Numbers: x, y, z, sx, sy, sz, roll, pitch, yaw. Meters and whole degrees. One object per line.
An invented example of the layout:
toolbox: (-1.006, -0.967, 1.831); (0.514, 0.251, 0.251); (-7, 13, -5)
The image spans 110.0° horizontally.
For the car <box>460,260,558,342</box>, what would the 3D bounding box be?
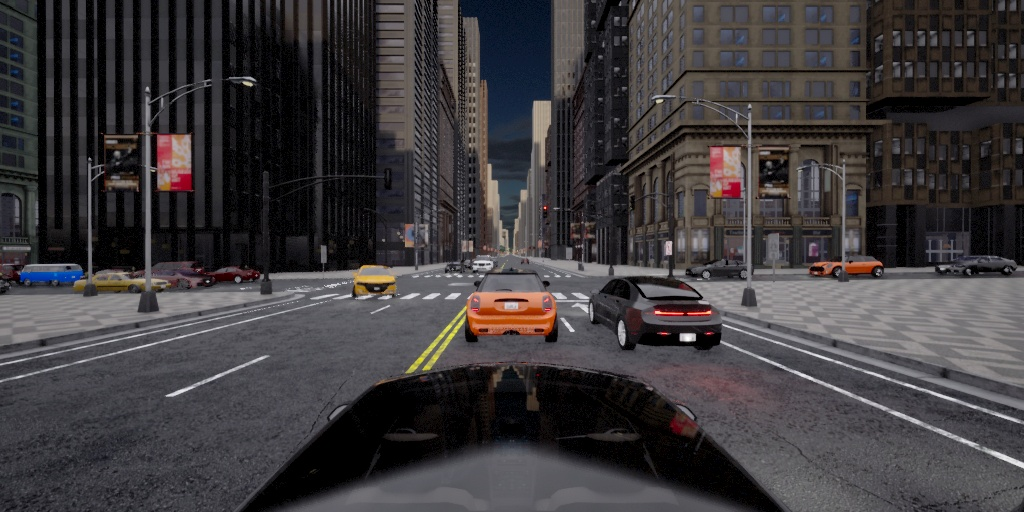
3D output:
car: (-0.006, 1.102, 9.897); (2.097, 1.767, 4.553); (0, 0, 0)

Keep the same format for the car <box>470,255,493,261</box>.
car: (-3.444, 0.956, 43.292); (2.150, 2.045, 5.566); (0, 0, 0)

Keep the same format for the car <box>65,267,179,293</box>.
car: (-23.878, 1.595, 22.083); (4.829, 1.417, 1.751); (0, 0, 0)

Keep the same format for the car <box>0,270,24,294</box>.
car: (-33.819, 1.753, 22.083); (4.403, 1.370, 2.007); (0, 0, 0)

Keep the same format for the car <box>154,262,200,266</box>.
car: (-29.125, 1.417, 30.617); (5.009, 1.841, 2.192); (0, 0, 0)

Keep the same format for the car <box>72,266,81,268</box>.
car: (-34.212, 1.754, 30.622); (4.207, 1.307, 1.802); (0, 0, 0)

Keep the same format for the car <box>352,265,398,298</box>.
car: (-7.166, 1.228, 18.765); (1.882, 1.535, 5.008); (2, -1, -23)

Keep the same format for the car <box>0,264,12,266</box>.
car: (-44.386, 1.624, 30.634); (5.009, 1.841, 2.192); (0, 0, 0)

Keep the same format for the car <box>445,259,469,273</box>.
car: (-6.692, 1.299, 42.450); (1.994, 1.385, 4.181); (0, 0, 0)

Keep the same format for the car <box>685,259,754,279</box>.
car: (16.128, 1.006, 27.976); (4.892, 1.490, 1.837); (-1, 0, 0)

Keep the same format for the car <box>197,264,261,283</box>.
car: (-24.038, 1.578, 30.611); (4.507, 1.381, 1.888); (0, 0, 0)

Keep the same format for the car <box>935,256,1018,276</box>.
car: (36.092, 0.726, 27.979); (4.902, 1.511, 2.128); (-1, 0, 0)

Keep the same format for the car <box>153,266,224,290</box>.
car: (-22.994, 1.608, 24.744); (4.181, 1.385, 1.994); (-1, 0, 0)

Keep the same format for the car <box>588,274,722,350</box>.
car: (3.236, 1.255, 9.036); (1.837, 1.490, 4.892); (0, 0, 0)

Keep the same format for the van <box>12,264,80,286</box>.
van: (-39.299, 1.581, 30.628); (3.998, 1.789, 1.690); (0, 0, 0)

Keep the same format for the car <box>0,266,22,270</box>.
car: (-37.809, 1.723, 24.749); (5.008, 1.535, 1.882); (-1, 0, 0)

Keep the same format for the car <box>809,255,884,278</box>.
car: (25.956, 0.722, 27.978); (4.553, 1.767, 2.097); (-1, 0, 0)
